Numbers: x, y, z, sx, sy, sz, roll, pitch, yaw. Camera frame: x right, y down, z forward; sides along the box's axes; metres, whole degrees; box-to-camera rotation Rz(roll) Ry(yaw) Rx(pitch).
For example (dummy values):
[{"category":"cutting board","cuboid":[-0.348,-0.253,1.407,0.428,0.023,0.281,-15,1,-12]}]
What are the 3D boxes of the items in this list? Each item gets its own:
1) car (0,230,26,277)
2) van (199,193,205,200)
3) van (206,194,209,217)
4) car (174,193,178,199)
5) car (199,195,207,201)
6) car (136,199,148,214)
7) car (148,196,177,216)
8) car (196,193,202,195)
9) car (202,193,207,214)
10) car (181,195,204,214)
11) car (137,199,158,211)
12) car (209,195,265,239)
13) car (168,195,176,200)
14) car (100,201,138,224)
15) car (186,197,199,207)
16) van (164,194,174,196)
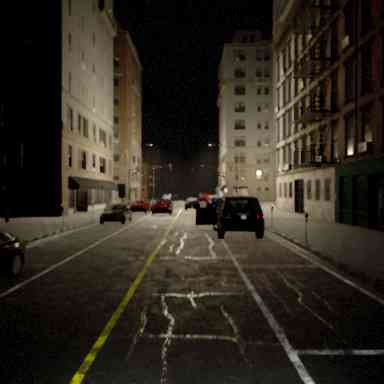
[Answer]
[{"category":"car","cuboid":[-5.382,1.541,7.438,2.008,1.369,4.403,0,0,0]},{"category":"van","cuboid":[2.764,1.191,94.087,1.690,1.788,3.998,0,0,0]},{"category":"van","cuboid":[2.665,1.291,34.986,1.690,1.788,3.998,0,0,0]},{"category":"car","cuboid":[-5.340,1.435,83.280,1.947,1.339,4.313,0,0,0]},{"category":"car","cuboid":[2.765,1.419,83.275,2.008,1.369,4.403,0,0,0]},{"category":"car","cuboid":[-5.360,1.495,34.993,1.887,1.381,4.507,0,0,0]},{"category":"car","cuboid":[-2.805,1.432,32.584,1.882,1.535,5.008,0,0,0]},{"category":"car","cuboid":[2.766,1.193,77.869,2.192,1.841,5.009,0,0,0]},{"category":"car","cuboid":[2.669,1.256,40.498,2.192,1.841,5.009,0,0,0]},{"category":"car","cuboid":[0.083,1.433,40.243,2.128,1.511,4.902,0,0,1]},{"category":"car","cuboid":[-5.356,1.508,40.504,1.947,1.339,4.313,0,0,0]},{"category":"car","cuboid":[2.284,1.197,17.344,2.150,2.045,5.566,0,0,0]},{"category":"car","cuboid":[-5.334,1.405,88.687,1.887,1.381,4.507,0,0,0]},{"category":"car","cuboid":[-5.369,1.549,23.971,1.802,1.307,4.206,0,0,0]},{"category":"car","cuboid":[0.039,1.521,51.401,1.895,1.301,4.718,0,0,0]},{"category":"van","cuboid":[-5.351,1.229,72.467,1.690,1.788,3.998,0,0,0]}]
